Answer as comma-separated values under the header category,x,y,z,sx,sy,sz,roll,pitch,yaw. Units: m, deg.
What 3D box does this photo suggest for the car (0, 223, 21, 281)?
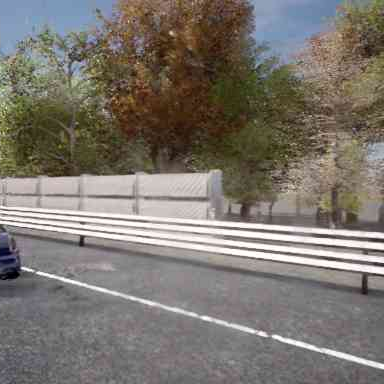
category,x,y,z,sx,sy,sz,roll,pitch,yaw
car,-6.347,1.263,8.397,4.553,1.767,2.097,1,0,35
